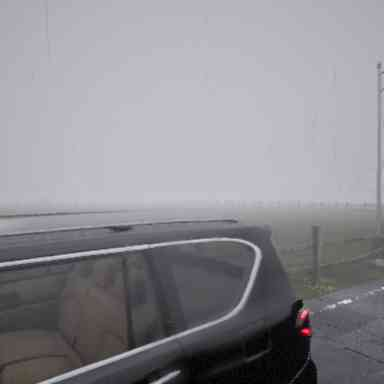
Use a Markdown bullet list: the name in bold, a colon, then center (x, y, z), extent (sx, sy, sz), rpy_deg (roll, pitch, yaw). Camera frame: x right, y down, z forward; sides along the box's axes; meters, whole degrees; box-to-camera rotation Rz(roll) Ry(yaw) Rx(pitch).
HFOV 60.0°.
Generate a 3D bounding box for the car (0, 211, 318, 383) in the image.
- **car**: center (-1.605, 1.213, 1.919), extent (5.566, 2.045, 2.150), rpy_deg (-1, 0, -35)
